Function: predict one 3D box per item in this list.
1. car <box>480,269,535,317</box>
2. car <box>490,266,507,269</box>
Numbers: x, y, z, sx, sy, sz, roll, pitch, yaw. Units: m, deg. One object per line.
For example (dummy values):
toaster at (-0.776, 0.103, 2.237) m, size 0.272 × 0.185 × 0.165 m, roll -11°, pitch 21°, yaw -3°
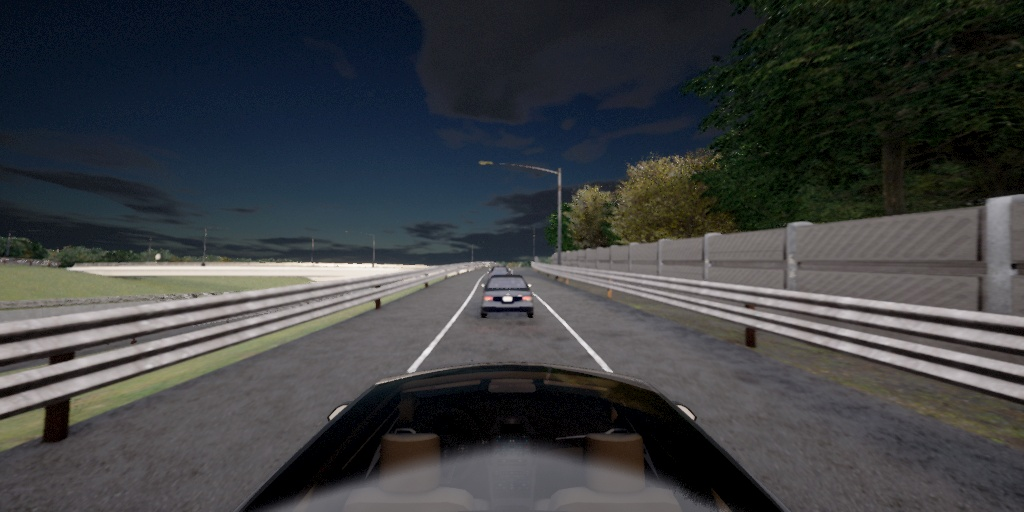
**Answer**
car at (-0.203, 1.391, 13.564) m, size 2.033 × 1.411 × 5.357 m, roll 0°, pitch 0°, yaw -2°
car at (-1.045, 1.541, 30.766) m, size 1.994 × 1.385 × 4.181 m, roll 0°, pitch 0°, yaw -2°
